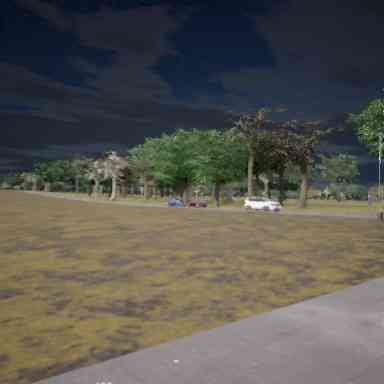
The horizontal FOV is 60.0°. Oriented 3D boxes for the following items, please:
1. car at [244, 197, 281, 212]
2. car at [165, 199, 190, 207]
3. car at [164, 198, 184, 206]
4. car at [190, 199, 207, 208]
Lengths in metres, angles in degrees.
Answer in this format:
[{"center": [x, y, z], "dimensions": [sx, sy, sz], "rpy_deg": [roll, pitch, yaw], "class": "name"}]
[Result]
[{"center": [9.697, 1.735, 46.062], "dimensions": [2.150, 2.045, 5.566], "rpy_deg": [3, -2, -36], "class": "car"}, {"center": [-2.903, 2.211, 63.895], "dimensions": [1.812, 1.442, 4.674], "rpy_deg": [3, -2, -35], "class": "car"}, {"center": [-3.860, 2.180, 71.299], "dimensions": [1.882, 1.535, 5.008], "rpy_deg": [3, -2, -35], "class": "car"}, {"center": [0.933, 2.168, 64.598], "dimensions": [2.097, 1.767, 4.553], "rpy_deg": [3, -2, -35], "class": "car"}]
